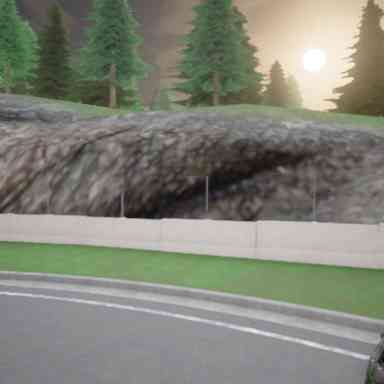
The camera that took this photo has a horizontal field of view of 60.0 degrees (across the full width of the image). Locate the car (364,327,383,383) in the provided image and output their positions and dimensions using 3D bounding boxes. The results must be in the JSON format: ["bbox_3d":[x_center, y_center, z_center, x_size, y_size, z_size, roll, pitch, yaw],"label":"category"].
[{"bbox_3d":[3.759,1.217,1.241,5.566,2.045,2.150,1,1,37],"label":"car"}]
